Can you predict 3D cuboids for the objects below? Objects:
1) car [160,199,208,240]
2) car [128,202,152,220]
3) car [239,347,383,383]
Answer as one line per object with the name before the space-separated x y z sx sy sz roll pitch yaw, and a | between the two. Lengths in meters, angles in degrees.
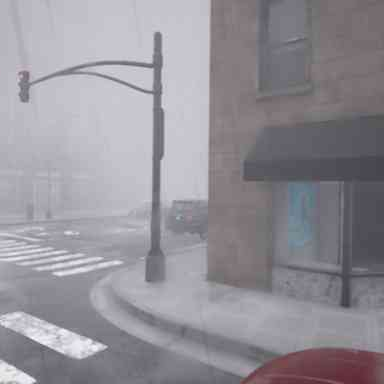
car | 0.898 1.435 18.857 2.150 2.045 5.566 1 0 37
car | -3.551 1.645 29.541 1.812 1.442 4.674 1 0 36
car | 2.206 1.545 1.377 4.507 1.381 1.887 0 1 36
